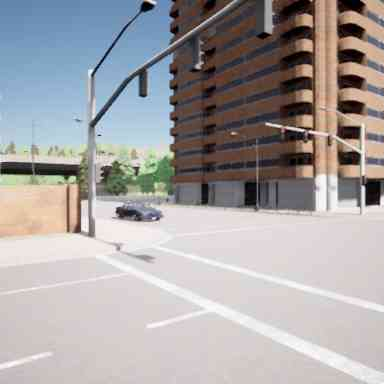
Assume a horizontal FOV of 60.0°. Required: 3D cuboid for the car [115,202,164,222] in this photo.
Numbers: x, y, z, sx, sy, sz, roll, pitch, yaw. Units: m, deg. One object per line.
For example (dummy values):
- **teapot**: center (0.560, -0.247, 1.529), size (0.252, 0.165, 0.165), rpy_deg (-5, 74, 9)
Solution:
- **car**: center (-4.235, 1.486, 25.901), size (2.033, 1.411, 5.357), rpy_deg (0, 0, -36)
